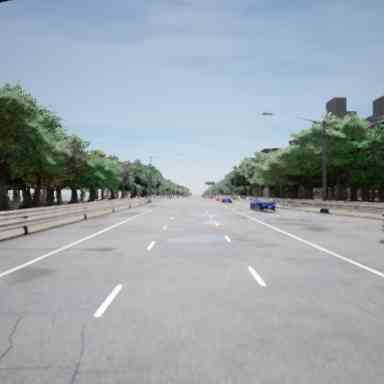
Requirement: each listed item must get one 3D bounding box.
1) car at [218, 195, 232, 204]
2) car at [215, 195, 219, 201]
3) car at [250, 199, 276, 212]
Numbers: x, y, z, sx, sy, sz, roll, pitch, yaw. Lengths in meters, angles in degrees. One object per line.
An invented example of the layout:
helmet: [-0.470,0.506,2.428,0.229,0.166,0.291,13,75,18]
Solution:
car: [7.003,1.577,68.400,1.812,1.442,4.674,0,0,0]
car: [7.038,1.457,85.478,2.097,1.767,4.553,0,0,0]
car: [8.434,1.535,40.010,1.882,1.535,5.008,0,0,-8]
